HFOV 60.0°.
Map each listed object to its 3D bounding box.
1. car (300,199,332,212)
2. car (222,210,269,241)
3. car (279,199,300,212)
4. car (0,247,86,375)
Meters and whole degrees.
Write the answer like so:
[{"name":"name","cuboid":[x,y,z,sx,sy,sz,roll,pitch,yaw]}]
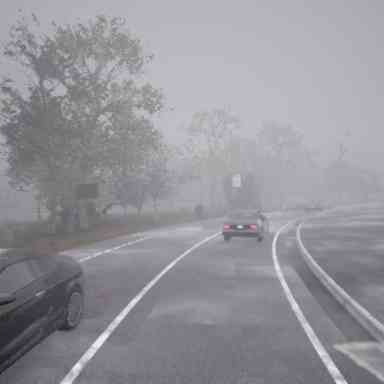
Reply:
[{"name":"car","cuboid":[14.612,1.562,38.431,1.994,1.385,4.181,-5,-2,40]},{"name":"car","cuboid":[2.860,1.605,17.100,2.033,1.411,5.357,-2,-1,17]},{"name":"car","cuboid":[12.528,1.694,41.315,2.128,1.511,4.902,-5,-3,41]},{"name":"car","cuboid":[-2.939,1.545,4.305,1.812,1.442,4.674,0,0,5]}]
